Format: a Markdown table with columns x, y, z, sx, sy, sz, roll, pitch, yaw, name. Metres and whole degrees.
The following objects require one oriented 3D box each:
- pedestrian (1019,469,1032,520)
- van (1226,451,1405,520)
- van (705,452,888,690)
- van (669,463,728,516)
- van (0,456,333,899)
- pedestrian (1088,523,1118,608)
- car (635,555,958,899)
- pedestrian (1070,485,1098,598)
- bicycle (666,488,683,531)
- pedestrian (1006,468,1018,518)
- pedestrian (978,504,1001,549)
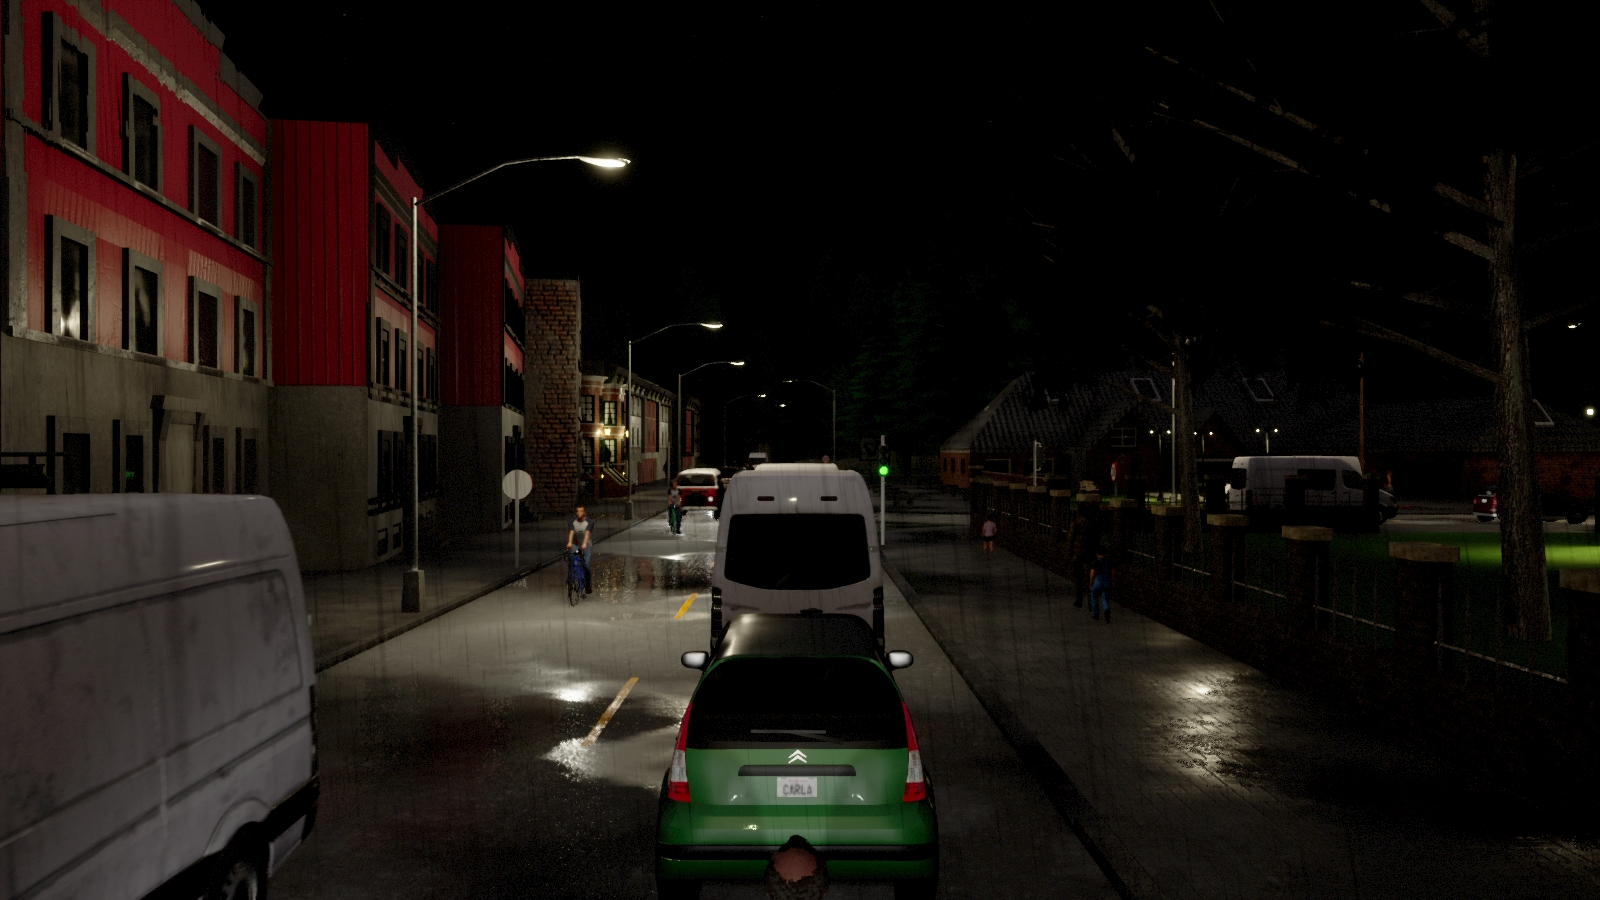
| x | y | z | sx | sy | sz | roll | pitch | yaw | name |
| --- | --- | --- | --- | --- | --- | --- | --- | --- | --- |
| 8.303 | 1.629 | 42.025 | 0.375 | 1.860 | 0.375 | 0 | 0 | -3 | pedestrian |
| 19.569 | 1.314 | 43.543 | 5.915 | 2.561 | 1.988 | 0 | 0 | 1 | van |
| -0.048 | 1.314 | 15.312 | 1.988 | 2.561 | 5.915 | 0 | 0 | 0 | van |
| -4.108 | 1.563 | 46.940 | 2.069 | 2.038 | 4.480 | 0 | 0 | 0 | van |
| -4.024 | 1.315 | 4.476 | 1.988 | 2.561 | 5.915 | 0 | 0 | 0 | van |
| 4.760 | 1.805 | 17.966 | 0.375 | 1.300 | 0.375 | 0 | 0 | 1 | pedestrian |
| -0.023 | 1.779 | 8.527 | 1.851 | 1.617 | 3.988 | 0 | 0 | 0 | car |
| 4.747 | 1.525 | 19.130 | 0.375 | 1.860 | 0.375 | 0 | 0 | -1 | pedestrian |
| -4.087 | 1.936 | 37.228 | 0.373 | 1.296 | 1.643 | 0 | 0 | 0 | bicycle |
| 8.076 | 1.629 | 43.508 | 0.375 | 1.860 | 0.375 | 0 | 0 | -5 | pedestrian |
| 4.744 | 1.904 | 28.612 | 0.500 | 1.100 | 0.500 | 0 | 0 | 0 | pedestrian |
